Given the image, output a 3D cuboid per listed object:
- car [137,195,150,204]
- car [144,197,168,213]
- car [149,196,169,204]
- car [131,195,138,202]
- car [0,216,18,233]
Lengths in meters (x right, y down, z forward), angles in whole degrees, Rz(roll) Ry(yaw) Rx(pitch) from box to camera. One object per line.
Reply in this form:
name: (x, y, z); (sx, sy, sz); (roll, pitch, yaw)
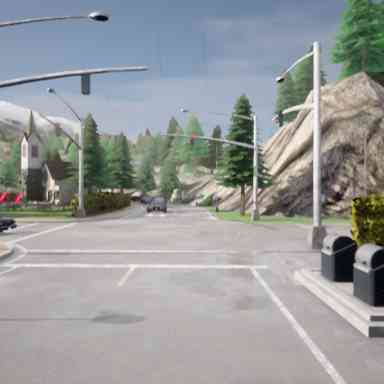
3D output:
car: (-7.763, 1.493, 58.245); (1.837, 1.490, 4.892); (0, 2, -20)
car: (-3.761, 1.560, 36.504); (1.994, 1.385, 4.181); (0, 0, -2)
car: (-6.486, 1.541, 64.676); (2.033, 1.411, 5.357); (0, 0, -27)
car: (-12.353, 1.426, 73.230); (5.008, 1.535, 1.882); (0, 0, 42)
car: (-12.297, 1.546, 17.641); (5.357, 1.411, 2.033); (0, 0, -1)
